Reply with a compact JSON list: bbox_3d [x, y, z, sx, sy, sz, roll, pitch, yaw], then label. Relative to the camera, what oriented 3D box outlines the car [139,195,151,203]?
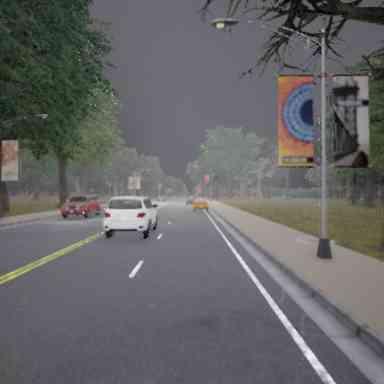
[{"bbox_3d":[-9.916,1.530,70.714,1.882,1.535,5.008,0,0,0],"label":"car"}]

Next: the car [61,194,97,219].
[{"bbox_3d":[-9.893,1.247,30.123,2.150,2.045,5.566,0,0,0],"label":"car"}]

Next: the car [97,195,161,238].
[{"bbox_3d":[-3.166,1.239,17.997,2.150,2.045,5.566,0,0,0],"label":"car"}]

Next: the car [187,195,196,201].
[{"bbox_3d":[-0.183,1.426,77.978,2.033,1.411,5.357,0,0,0],"label":"car"}]

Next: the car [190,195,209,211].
[{"bbox_3d":[1.060,1.506,41.010,1.882,1.535,5.008,0,0,0],"label":"car"}]

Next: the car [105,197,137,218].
[{"bbox_3d":[-6.644,1.378,31.606,2.097,1.767,4.553,0,0,0],"label":"car"}]

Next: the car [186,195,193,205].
[{"bbox_3d":[-0.124,1.581,58.397,2.033,1.411,5.357,0,0,0],"label":"car"}]

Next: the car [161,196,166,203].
[{"bbox_3d":[-6.671,1.534,72.941,2.128,1.511,4.902,0,0,0],"label":"car"}]
